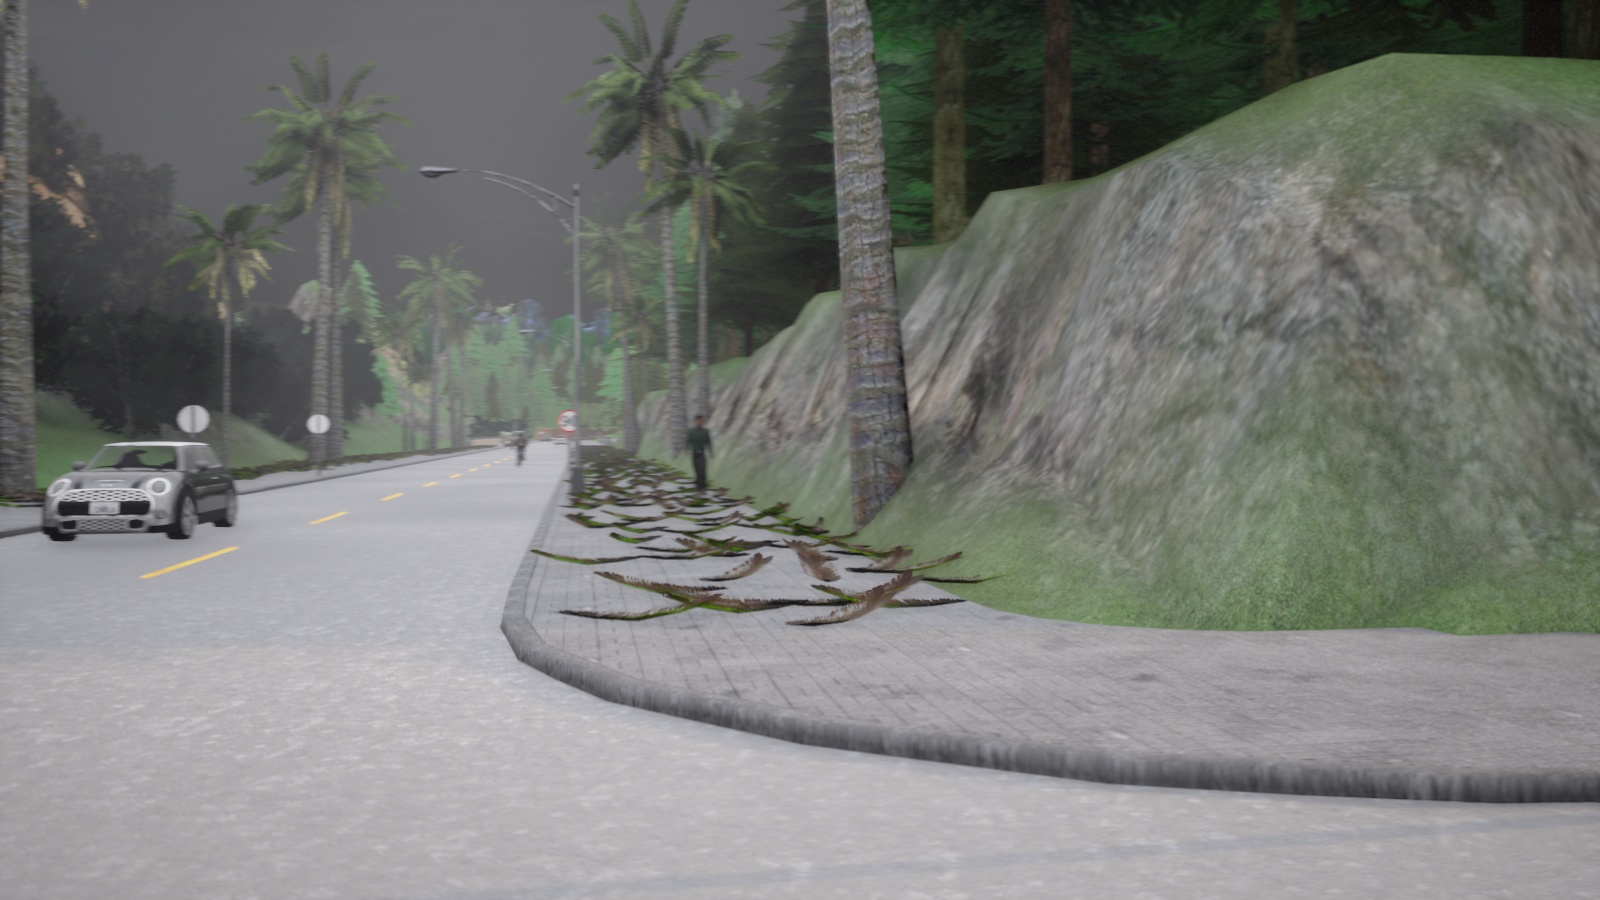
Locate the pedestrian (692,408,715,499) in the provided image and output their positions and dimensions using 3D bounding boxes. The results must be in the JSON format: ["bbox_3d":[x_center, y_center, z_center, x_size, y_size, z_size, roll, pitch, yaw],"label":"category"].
[{"bbox_3d":[-2.112,0.067,27.458,0.423,1.949,0.788,0,1,-10],"label":"pedestrian"}]

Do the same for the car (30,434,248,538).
[{"bbox_3d":[-10.285,0.487,19.882,1.970,1.475,3.806,0,1,-10],"label":"car"}]
